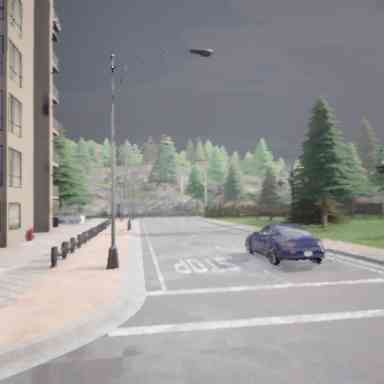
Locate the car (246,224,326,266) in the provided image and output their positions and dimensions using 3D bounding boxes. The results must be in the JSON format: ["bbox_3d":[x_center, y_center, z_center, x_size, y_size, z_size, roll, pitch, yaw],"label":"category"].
[{"bbox_3d":[3.623,2.008,13.516,1.812,1.442,4.674,-1,-2,-8],"label":"car"}]
